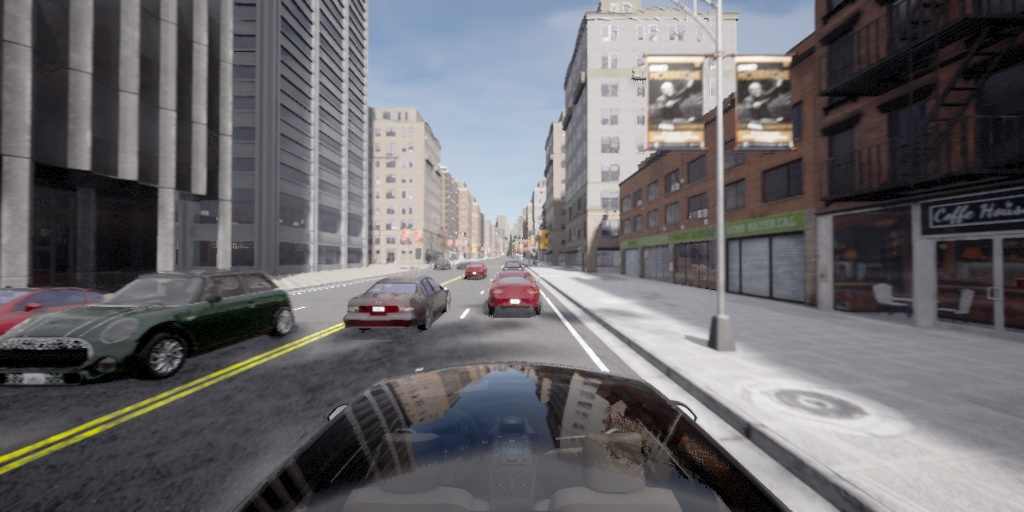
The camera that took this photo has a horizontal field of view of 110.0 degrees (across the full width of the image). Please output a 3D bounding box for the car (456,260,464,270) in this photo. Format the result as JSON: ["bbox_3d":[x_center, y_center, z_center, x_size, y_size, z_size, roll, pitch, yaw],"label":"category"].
[{"bbox_3d":[-6.583,1.306,50.359,1.994,1.385,4.181,0,0,0],"label":"car"}]

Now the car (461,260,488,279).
[{"bbox_3d":[-3.161,1.278,32.540,1.812,1.442,4.674,0,0,0],"label":"car"}]

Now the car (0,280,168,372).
[{"bbox_3d":[-9.852,1.316,7.139,1.994,1.385,4.181,0,0,0],"label":"car"}]

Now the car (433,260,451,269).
[{"bbox_3d":[-9.834,1.248,50.813,1.837,1.490,4.892,0,0,0],"label":"car"}]

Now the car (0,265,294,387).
[{"bbox_3d":[-6.603,1.104,7.198,2.097,1.767,4.553,0,0,0],"label":"car"}]

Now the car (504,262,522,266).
[{"bbox_3d":[0.089,1.244,31.506,2.128,1.511,4.902,0,0,0],"label":"car"}]

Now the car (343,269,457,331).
[{"bbox_3d":[-3.152,1.300,10.951,2.033,1.411,5.357,0,0,0],"label":"car"}]

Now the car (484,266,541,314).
[{"bbox_3d":[0.092,1.279,13.687,1.812,1.442,4.674,0,0,0],"label":"car"}]
